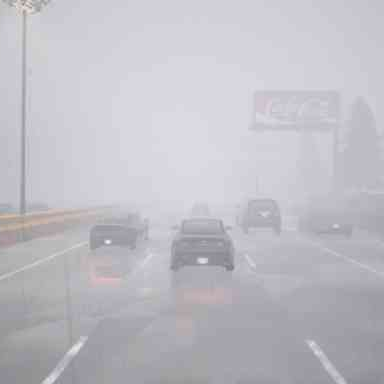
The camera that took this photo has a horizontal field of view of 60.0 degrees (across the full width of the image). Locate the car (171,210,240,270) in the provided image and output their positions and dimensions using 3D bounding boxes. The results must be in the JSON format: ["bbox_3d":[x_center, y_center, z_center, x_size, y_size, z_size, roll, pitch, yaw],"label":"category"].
[{"bbox_3d":[0.341,1.591,11.303,1.837,1.490,4.892,0,0,1],"label":"car"}]

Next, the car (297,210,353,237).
[{"bbox_3d":[7.529,1.741,19.255,1.994,1.385,4.181,0,0,1],"label":"car"}]

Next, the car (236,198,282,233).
[{"bbox_3d":[4.069,1.397,21.001,2.150,2.045,5.566,0,0,1],"label":"car"}]

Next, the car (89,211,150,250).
[{"bbox_3d":[-3.079,1.602,14.825,1.837,1.490,4.892,0,0,1],"label":"car"}]

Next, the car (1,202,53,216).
[{"bbox_3d":[-13.388,1.652,27.804,1.837,1.490,4.892,0,-1,2],"label":"car"}]

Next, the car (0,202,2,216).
[{"bbox_3d":[-16.870,1.641,28.405,1.837,1.490,4.892,0,-1,2],"label":"car"}]

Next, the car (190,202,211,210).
[{"bbox_3d":[0.900,1.767,34.742,1.837,1.490,4.892,0,0,1],"label":"car"}]
